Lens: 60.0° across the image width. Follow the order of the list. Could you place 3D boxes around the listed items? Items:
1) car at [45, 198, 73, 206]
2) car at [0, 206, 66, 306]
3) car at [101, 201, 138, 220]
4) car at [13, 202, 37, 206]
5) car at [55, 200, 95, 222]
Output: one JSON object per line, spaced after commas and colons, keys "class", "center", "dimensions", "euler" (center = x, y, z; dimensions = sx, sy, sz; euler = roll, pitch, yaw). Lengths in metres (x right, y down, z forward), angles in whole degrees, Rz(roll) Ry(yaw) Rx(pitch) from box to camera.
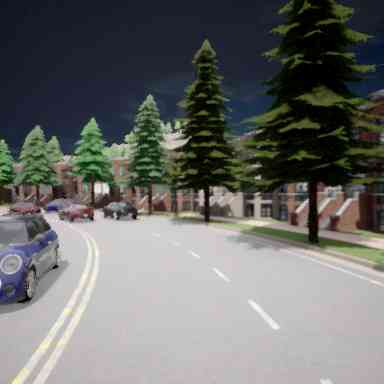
{"class": "car", "center": [-15.039, 1.506, 38.115], "dimensions": [4.553, 1.767, 2.097], "euler": [-1, 0, 41]}
{"class": "car", "center": [-4.627, 1.395, 8.074], "dimensions": [2.097, 1.767, 4.553], "euler": [0, 0, -12]}
{"class": "car", "center": [-6.361, 1.588, 28.927], "dimensions": [1.837, 1.490, 4.892], "euler": [0, 0, -35]}
{"class": "car", "center": [-18.409, 1.741, 36.412], "dimensions": [4.181, 1.385, 1.994], "euler": [0, 0, 39]}
{"class": "car", "center": [-9.458, 1.627, 27.304], "dimensions": [1.812, 1.442, 4.674], "euler": [0, 0, -36]}
